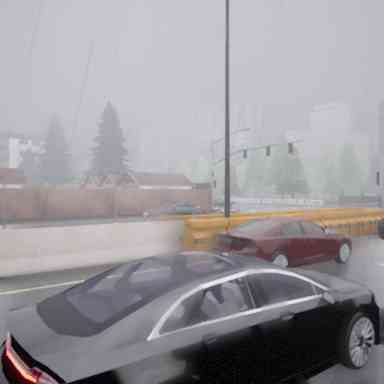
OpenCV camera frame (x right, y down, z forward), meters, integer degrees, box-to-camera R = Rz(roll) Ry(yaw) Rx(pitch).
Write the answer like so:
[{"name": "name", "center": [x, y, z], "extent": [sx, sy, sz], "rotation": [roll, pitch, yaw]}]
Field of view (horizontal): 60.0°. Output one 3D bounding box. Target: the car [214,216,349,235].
[{"name": "car", "center": [2.894, 1.474, 10.129], "extent": [5.008, 1.535, 1.882], "rotation": [0, 0, -36]}]

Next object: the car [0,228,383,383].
[{"name": "car", "center": [0.420, 1.490, 4.054], "extent": [4.902, 1.511, 2.128], "rotation": [0, 0, -36]}]

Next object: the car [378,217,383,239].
[{"name": "car", "center": [10.606, 1.497, 15.659], "extent": [4.892, 1.490, 1.837], "rotation": [0, 0, -36]}]

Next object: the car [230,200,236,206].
[{"name": "car", "center": [4.610, 1.532, 52.577], "extent": [2.033, 1.411, 5.357], "rotation": [0, 0, -33]}]
